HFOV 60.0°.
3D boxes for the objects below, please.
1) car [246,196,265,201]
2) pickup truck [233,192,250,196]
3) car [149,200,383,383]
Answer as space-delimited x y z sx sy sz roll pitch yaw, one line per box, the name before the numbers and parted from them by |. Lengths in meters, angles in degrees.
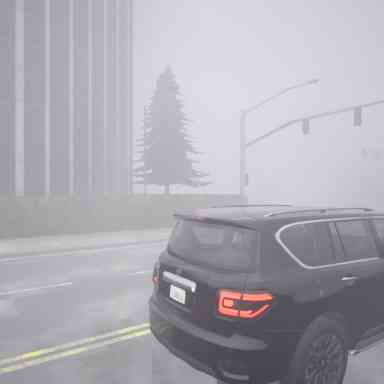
car | 8.477 1.564 43.075 1.994 1.385 4.181 0 0 -36
pickup truck | 10.249 1.059 68.801 2.390 2.098 6.274 0 0 -5
car | 2.047 1.221 5.200 5.566 2.045 2.150 0 0 -35
